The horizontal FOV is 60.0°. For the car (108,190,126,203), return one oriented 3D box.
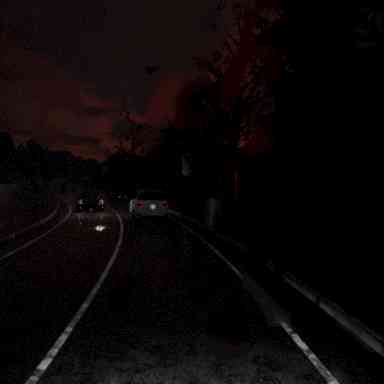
[{"bbox_3d":[-9.110,0.459,39.368,2.033,1.411,5.357,1,2,-24],"label":"car"}]

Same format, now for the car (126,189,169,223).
[{"bbox_3d":[-2.914,0.837,21.844,2.150,2.045,5.566,1,2,-14],"label":"car"}]

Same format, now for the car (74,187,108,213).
[{"bbox_3d":[-8.455,0.691,27.604,2.097,1.767,4.553,1,2,-19],"label":"car"}]

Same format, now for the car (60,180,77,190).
[{"bbox_3d":[-19.568,-0.927,52.526,2.150,2.045,5.566,1,2,-27],"label":"car"}]
